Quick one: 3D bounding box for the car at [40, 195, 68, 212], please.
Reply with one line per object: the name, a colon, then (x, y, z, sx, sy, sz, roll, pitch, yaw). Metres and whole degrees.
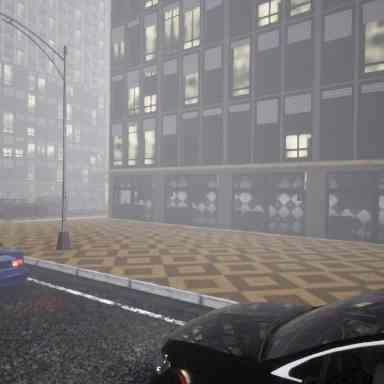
car: (-17.287, 1.379, 38.942, 2.150, 2.045, 5.566, 1, 1, 37)

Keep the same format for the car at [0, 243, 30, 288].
car: (-6.071, 1.543, 8.032, 5.357, 1.411, 2.033, 0, 0, 36)

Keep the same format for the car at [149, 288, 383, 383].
car: (1.850, 1.505, 2.363, 4.892, 1.490, 1.837, 0, 0, 35)

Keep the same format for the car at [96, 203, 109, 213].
car: (-9.210, 1.829, 40.137, 1.752, 1.417, 4.829, 1, 0, 37)

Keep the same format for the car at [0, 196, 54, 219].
car: (-16.025, 1.519, 30.938, 2.192, 1.841, 5.009, 1, 0, 37)
